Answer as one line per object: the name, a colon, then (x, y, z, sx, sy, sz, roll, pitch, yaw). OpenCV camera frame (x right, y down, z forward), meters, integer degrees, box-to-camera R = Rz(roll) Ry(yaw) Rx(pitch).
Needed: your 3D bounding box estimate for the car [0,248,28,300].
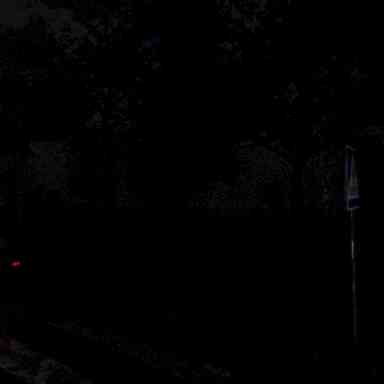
car: (-5.478, 1.583, 7.287, 4.181, 1.385, 1.994, 0, 0, 36)
